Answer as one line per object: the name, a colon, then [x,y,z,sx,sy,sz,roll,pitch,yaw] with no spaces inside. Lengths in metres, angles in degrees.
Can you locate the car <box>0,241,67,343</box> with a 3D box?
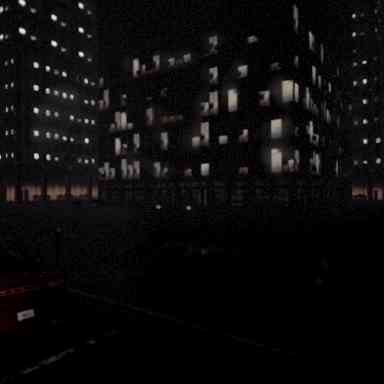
car: [-4.043,1.504,5.793,4.507,1.381,1.887,0,-1,36]
